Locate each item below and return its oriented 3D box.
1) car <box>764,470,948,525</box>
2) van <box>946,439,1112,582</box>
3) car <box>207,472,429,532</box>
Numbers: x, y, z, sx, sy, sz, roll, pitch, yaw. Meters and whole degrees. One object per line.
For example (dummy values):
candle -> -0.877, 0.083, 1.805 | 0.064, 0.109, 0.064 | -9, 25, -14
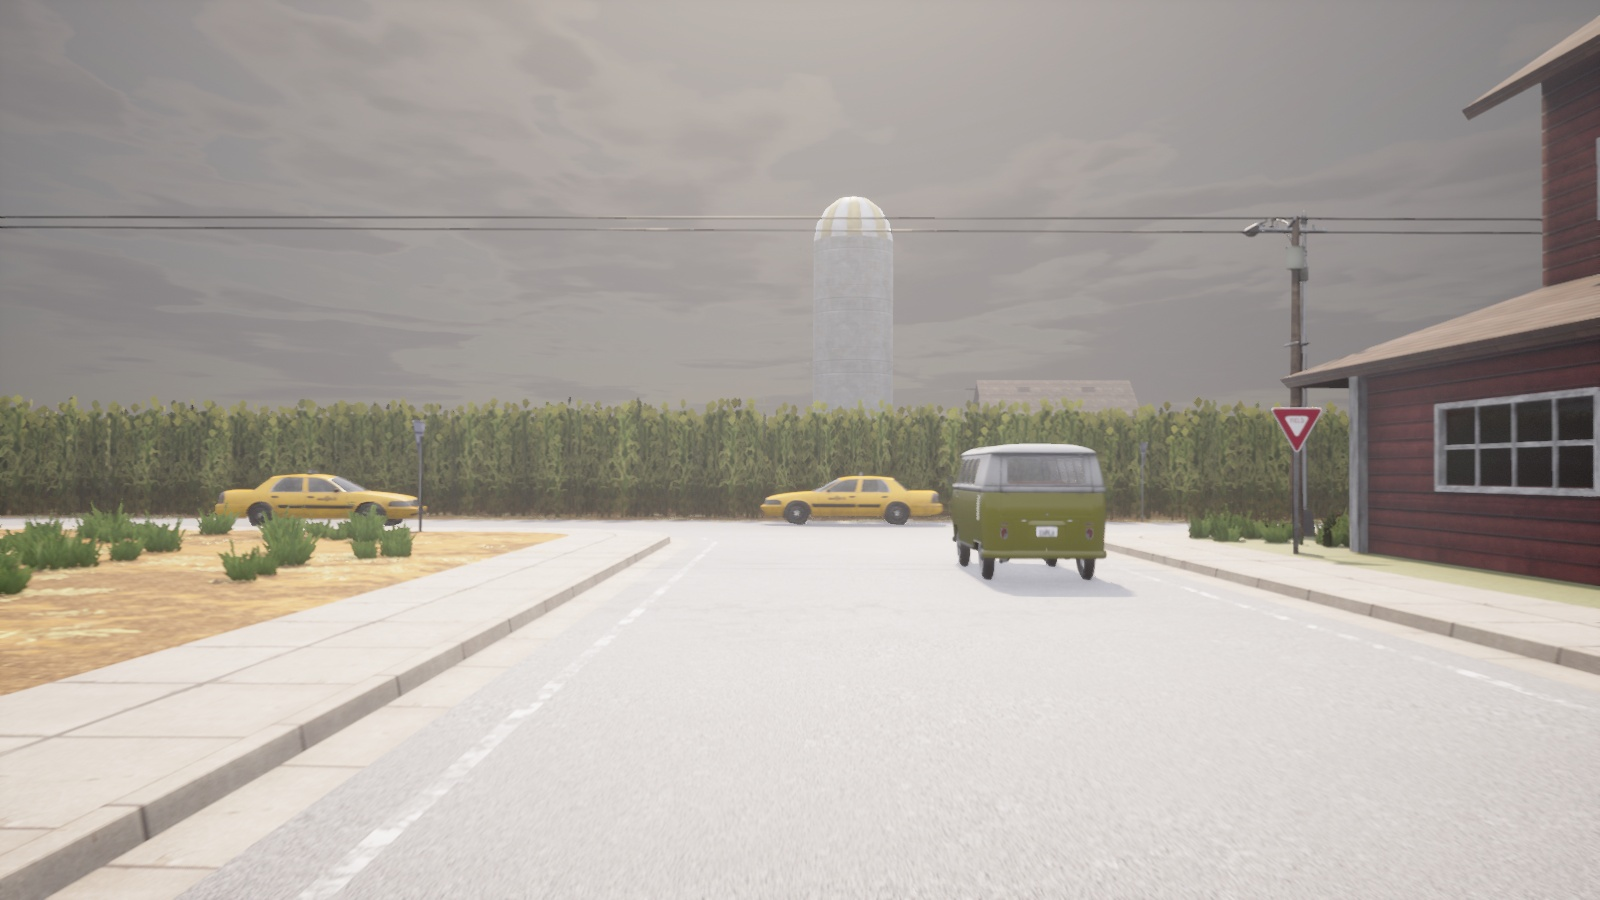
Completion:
car -> 1.633, 1.402, 37.539 | 5.366, 1.575, 1.801 | 0, -1, 1
van -> 3.451, 0.884, 19.759 | 1.775, 1.987, 4.442 | 0, -1, 0
car -> -13.060, 1.406, 34.224 | 5.366, 1.575, 1.801 | 0, -1, 1
